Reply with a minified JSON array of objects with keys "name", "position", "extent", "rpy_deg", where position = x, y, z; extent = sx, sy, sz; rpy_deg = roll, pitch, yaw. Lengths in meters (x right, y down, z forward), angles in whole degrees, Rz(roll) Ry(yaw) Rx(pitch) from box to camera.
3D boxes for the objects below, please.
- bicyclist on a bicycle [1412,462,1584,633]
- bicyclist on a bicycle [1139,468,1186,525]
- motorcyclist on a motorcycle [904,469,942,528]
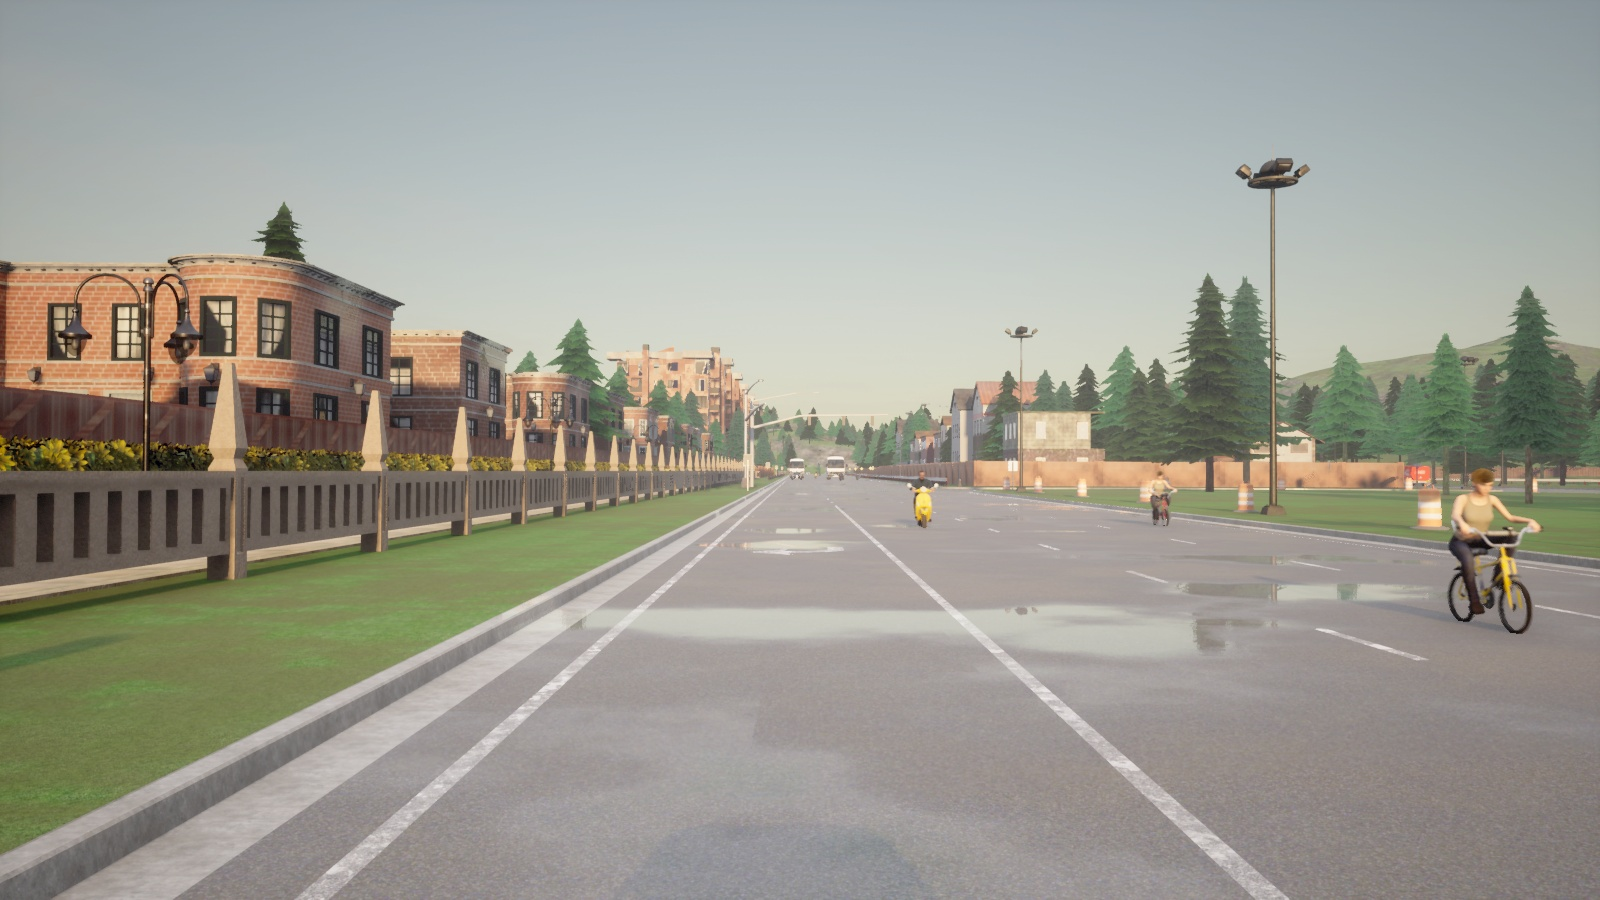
[{"name":"bicyclist on a bicycle","position":[6.966,0.935,12.627],"extent":[0.866,1.612,1.509],"rpy_deg":[0,-1,0]},{"name":"bicyclist on a bicycle","position":[10.411,1.314,36.112],"extent":[0.866,1.612,1.509],"rpy_deg":[0,-1,0]},{"name":"motorcyclist on a motorcycle","position":[3.419,1.340,34.981],"extent":[0.866,1.590,1.817],"rpy_deg":[0,-1,0]}]
